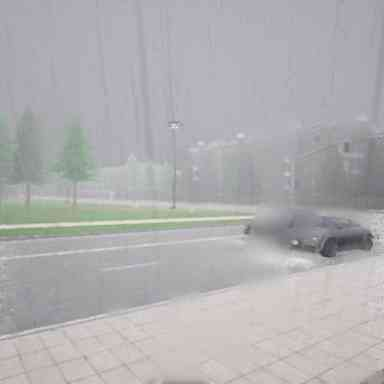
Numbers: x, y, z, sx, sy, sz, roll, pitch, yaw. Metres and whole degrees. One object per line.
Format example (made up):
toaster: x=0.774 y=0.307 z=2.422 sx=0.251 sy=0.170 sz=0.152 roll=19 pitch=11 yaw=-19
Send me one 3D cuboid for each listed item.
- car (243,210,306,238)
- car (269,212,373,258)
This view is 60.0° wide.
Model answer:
car: x=5.170 y=1.678 z=17.386 sx=5.357 sy=1.411 sz=2.033 roll=1 pitch=0 yaw=-35
car: x=5.363 y=1.674 z=13.250 sx=4.181 sy=1.385 sz=1.994 roll=1 pitch=0 yaw=-35
